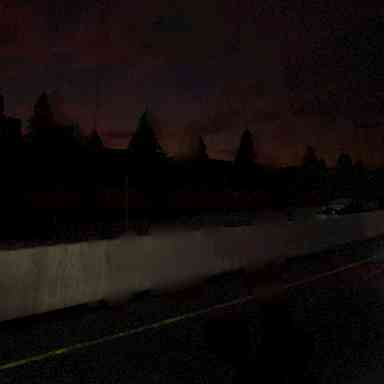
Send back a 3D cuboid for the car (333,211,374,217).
[{"bbox_3d":[12.328,1.601,25.362,1.895,1.301,4.718,0,0,43],"label":"car"}]
